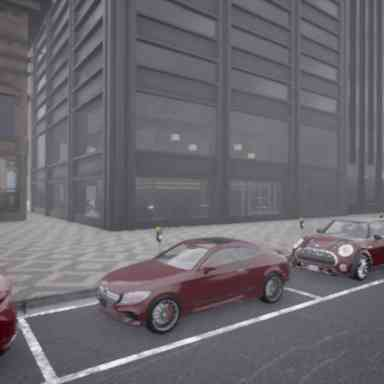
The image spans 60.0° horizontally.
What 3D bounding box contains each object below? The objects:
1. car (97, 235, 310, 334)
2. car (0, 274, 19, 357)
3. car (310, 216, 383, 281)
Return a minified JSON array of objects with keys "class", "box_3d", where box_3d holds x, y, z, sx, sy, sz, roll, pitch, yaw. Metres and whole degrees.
[{"class":"car","box_3d":[0.252,1.606,6.711,4.206,1.307,1.802,0,0,-36]},{"class":"car","box_3d":[-4.339,1.535,3.436,4.507,1.381,1.887,0,0,-36]},{"class":"car","box_3d":[4.844,1.499,9.987,4.097,1.590,1.967,0,0,-36]}]
